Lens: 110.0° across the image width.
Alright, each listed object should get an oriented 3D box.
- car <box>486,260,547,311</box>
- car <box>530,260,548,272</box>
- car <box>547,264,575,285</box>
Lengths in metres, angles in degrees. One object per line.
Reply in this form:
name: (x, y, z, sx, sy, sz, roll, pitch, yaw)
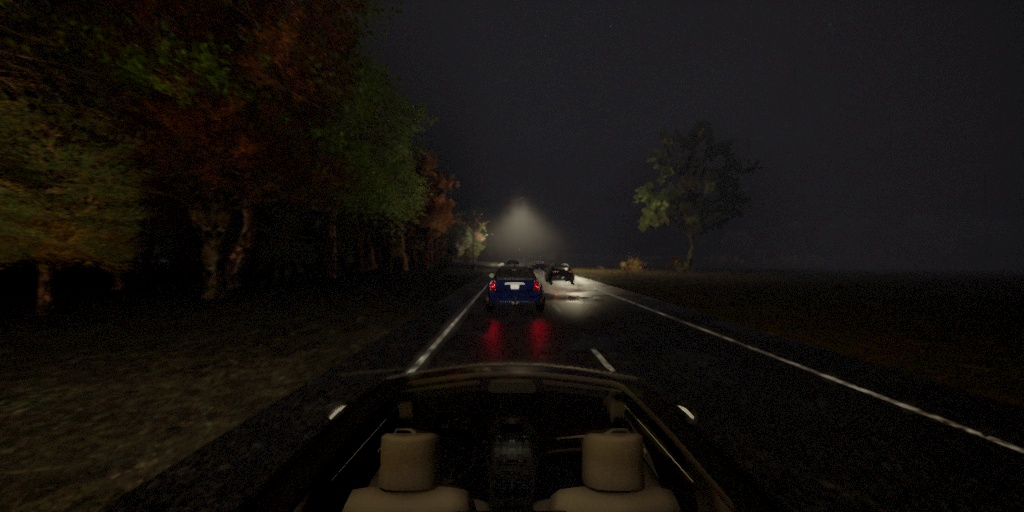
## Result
car: (0.101, 1.139, 14.889, 2.097, 1.767, 4.553, 0, 0, 0)
car: (3.591, 1.367, 49.153, 2.128, 1.511, 4.902, 0, 0, 0)
car: (3.548, 1.312, 27.329, 2.128, 1.511, 4.902, 0, 0, 1)
